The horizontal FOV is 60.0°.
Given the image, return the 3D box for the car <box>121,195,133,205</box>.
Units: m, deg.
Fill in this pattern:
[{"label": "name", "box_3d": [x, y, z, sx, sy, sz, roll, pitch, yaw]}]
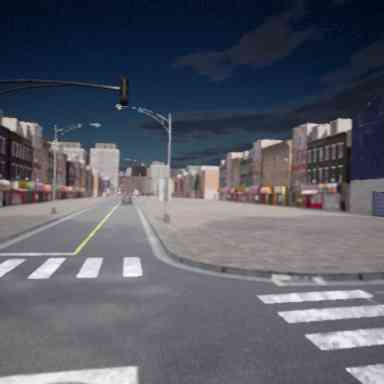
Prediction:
[{"label": "car", "box_3d": [-11.074, 1.349, 56.831, 2.128, 1.511, 4.902, 1, 0, -11]}]
